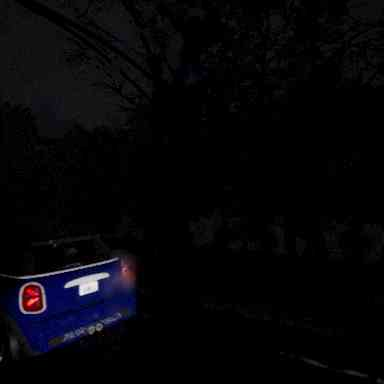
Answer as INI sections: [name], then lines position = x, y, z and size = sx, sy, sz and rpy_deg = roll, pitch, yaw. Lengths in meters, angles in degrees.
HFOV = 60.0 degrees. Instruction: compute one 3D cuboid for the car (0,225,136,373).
[car]
position = -3.197, 1.405, 5.962
size = 4.553, 1.767, 2.097
rpy_deg = -1, 0, 35
